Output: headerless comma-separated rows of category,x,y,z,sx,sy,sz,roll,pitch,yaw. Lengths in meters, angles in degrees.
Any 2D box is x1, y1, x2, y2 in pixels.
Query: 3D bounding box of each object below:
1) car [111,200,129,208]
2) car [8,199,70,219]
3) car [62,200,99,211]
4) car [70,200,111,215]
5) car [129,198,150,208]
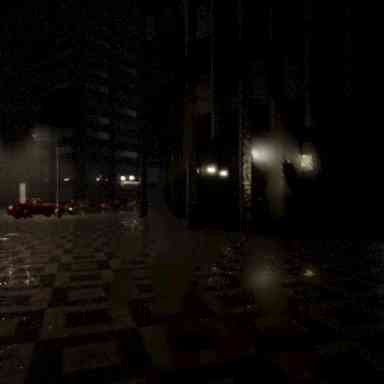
car,-11.978,1.844,50.049,1.802,1.307,4.206,0,0,35
car,-14.573,1.531,31.259,2.192,1.841,5.009,0,0,35
car,-15.178,1.809,45.405,1.887,1.381,4.507,0,0,35
car,-11.371,1.780,35.903,1.947,1.339,4.313,0,0,35
car,-8.779,1.700,54.693,1.967,1.590,4.097,0,0,35
